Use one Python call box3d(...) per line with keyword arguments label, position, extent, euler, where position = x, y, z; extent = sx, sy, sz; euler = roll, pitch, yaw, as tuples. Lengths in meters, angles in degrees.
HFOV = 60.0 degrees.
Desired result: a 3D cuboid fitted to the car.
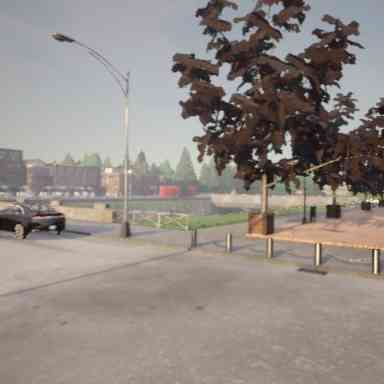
box3d(label="car", position=(-7.902, 1.255, 15.619), extent=(4.902, 1.511, 2.128), euler=(1, 0, 36))
